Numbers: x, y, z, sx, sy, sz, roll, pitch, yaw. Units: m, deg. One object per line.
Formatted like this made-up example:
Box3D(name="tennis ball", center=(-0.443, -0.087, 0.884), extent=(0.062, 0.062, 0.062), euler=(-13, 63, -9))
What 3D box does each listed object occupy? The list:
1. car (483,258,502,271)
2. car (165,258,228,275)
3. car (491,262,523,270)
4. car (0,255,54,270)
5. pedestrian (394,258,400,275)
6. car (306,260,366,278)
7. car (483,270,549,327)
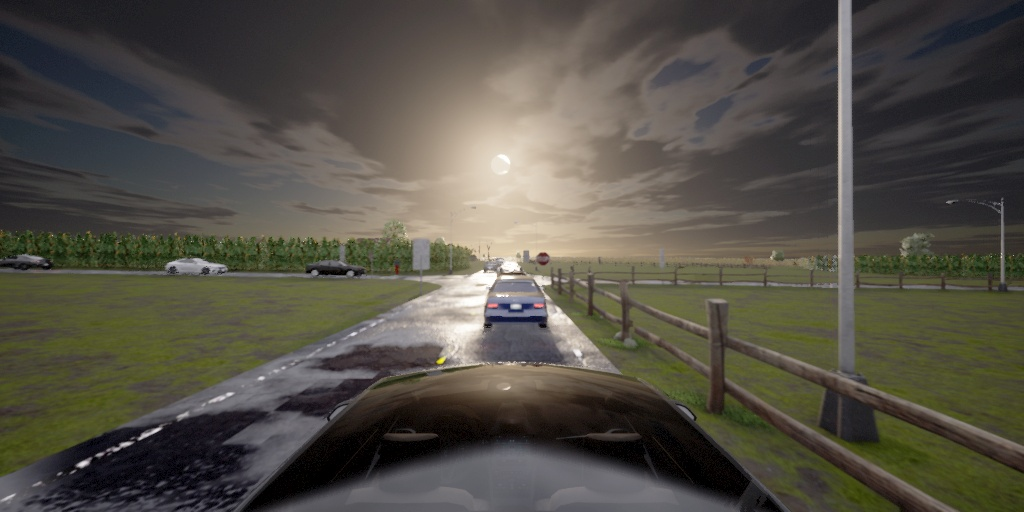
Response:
Box3D(name="car", center=(-2.859, 1.462, 49.402), extent=(2.128, 1.511, 4.902), euler=(0, 0, 0))
Box3D(name="car", center=(-28.004, 0.930, 31.879), extent=(4.674, 1.442, 1.812), euler=(1, -1, 0))
Box3D(name="car", center=(-0.109, 1.338, 22.658), extent=(2.128, 1.511, 4.902), euler=(0, 0, -3))
Box3D(name="car", center=(-47.375, 0.630, 34.716), extent=(4.674, 1.442, 1.812), euler=(1, -1, 0))
Box3D(name="pedestrian", center=(-12.174, 1.053, 37.902), extent=(0.375, 1.860, 0.375), euler=(0, -2, 0))
Box3D(name="car", center=(-15.610, 1.102, 31.948), extent=(5.008, 1.535, 1.882), euler=(1, -1, -1))
Box3D(name="car", center=(0.097, 1.343, 11.643), extent=(2.033, 1.411, 5.357), euler=(0, 0, 0))
